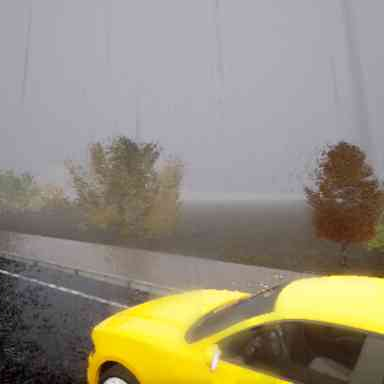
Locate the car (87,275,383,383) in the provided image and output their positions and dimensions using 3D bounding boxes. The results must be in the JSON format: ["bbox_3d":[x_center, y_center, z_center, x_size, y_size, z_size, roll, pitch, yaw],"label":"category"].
[{"bbox_3d":[1.225,1.477,2.690,5.008,1.535,1.882,0,0,36],"label":"car"}]
